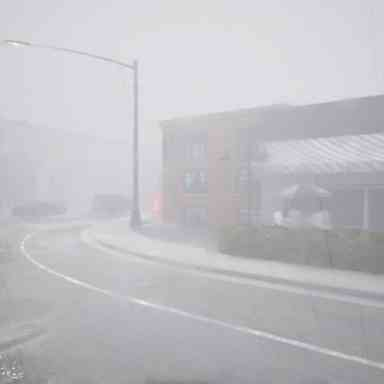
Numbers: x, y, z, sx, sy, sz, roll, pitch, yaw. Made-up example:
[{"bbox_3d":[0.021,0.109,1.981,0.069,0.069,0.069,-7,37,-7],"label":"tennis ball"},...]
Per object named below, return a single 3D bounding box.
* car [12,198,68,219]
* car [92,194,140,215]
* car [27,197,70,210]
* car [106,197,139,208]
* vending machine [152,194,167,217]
[{"bbox_3d":[-13.537,1.565,29.853,2.033,1.411,5.357,0,0,14],"label":"car"},{"bbox_3d":[-7.778,1.238,34.294,2.150,2.045,5.566,0,0,30],"label":"car"},{"bbox_3d":[-18.637,1.503,43.531,1.882,1.535,5.008,0,0,31],"label":"car"},{"bbox_3d":[-10.310,1.531,49.908,1.837,1.490,4.892,0,-1,34],"label":"car"},{"bbox_3d":[-3.062,1.209,31.053,1.100,2.100,0.880,0,0,30],"label":"vending machine"}]
